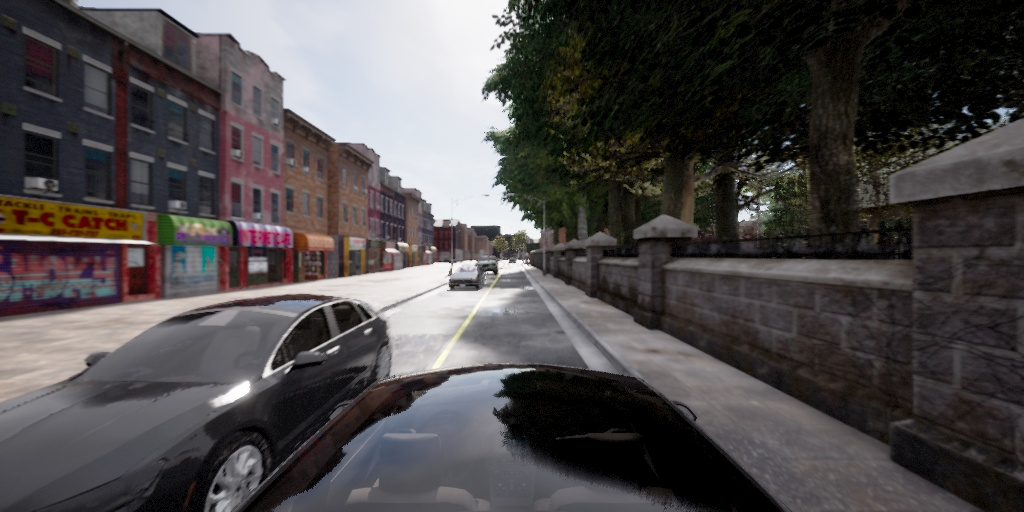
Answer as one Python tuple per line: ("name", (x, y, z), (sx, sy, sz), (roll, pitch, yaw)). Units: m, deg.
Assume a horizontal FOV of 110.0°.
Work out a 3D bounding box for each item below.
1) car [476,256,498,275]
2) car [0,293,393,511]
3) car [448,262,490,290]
("car", (-2.692, 0.983, 39.937), (2.150, 2.045, 5.566), (0, 0, 0))
("car", (-2.846, 1.255, 4.022), (1.837, 1.490, 4.892), (0, 0, 0))
("car", (-2.769, 1.304, 23.022), (2.033, 1.411, 5.357), (0, 0, 1))
